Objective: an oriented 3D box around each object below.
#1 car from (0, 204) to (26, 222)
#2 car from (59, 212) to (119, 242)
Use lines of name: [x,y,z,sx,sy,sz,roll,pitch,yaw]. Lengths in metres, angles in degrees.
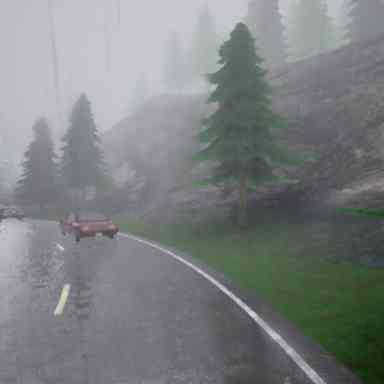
car: [-16.117,1.724,28.602,5.357,1.411,2.033,-1,0,44]
car: [-5.399,1.657,16.929,1.895,1.301,4.718,-1,0,-32]
